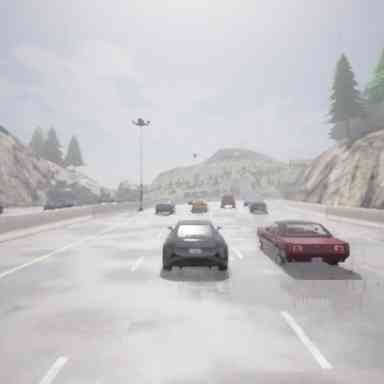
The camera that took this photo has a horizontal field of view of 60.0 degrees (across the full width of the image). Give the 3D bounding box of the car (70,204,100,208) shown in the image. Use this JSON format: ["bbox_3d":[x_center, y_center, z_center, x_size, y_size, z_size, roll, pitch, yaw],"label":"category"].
[{"bbox_3d":[-13.221,1.721,42.157,1.837,1.490,4.892,0,0,6],"label":"car"}]

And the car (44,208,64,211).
[{"bbox_3d":[-16.721,1.569,42.062,2.097,1.767,4.553,0,0,5],"label":"car"}]

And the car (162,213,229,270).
[{"bbox_3d":[0.094,1.623,11.257,1.994,1.385,4.181,0,0,0],"label":"car"}]

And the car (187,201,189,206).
[{"bbox_3d":[0.454,1.928,63.308,1.895,1.301,4.718,0,0,12],"label":"car"}]

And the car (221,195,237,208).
[{"bbox_3d":[6.127,1.504,54.992,2.150,2.045,5.566,-1,-1,11],"label":"car"}]

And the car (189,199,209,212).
[{"bbox_3d":[1.112,1.699,42.771,1.882,1.535,5.008,0,0,6],"label":"car"}]

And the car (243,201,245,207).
[{"bbox_3d":[9.857,1.898,57.356,1.895,1.301,4.718,0,0,10],"label":"car"}]

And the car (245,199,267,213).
[{"bbox_3d":[7.832,1.684,39.847,1.882,1.535,5.008,0,-1,5],"label":"car"}]

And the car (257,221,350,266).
[{"bbox_3d":[3.593,1.662,11.751,1.895,1.301,4.718,0,0,0],"label":"car"}]

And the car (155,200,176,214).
[{"bbox_3d":[-2.898,1.685,37.553,2.128,1.511,4.902,0,0,4],"label":"car"}]
